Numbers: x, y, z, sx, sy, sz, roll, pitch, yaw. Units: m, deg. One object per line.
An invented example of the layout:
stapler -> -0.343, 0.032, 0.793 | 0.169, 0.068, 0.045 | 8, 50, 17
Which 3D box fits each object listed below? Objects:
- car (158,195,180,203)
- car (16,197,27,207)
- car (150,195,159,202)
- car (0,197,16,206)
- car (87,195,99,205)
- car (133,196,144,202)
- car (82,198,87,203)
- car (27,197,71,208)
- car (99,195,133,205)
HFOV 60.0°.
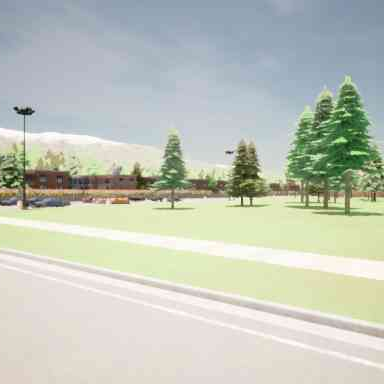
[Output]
car -> -4.304, 1.481, 69.859 | 1.812, 1.442, 4.674 | 0, 0, 35
car -> -22.906, 1.478, 49.513 | 1.882, 1.535, 5.008 | 0, 0, 35
car -> -7.043, 1.438, 72.050 | 1.837, 1.490, 4.892 | 0, 0, 35
car -> -28.311, 1.547, 53.992 | 2.033, 1.411, 5.357 | 0, 0, 35
car -> -15.784, 1.353, 59.678 | 2.097, 1.767, 4.553 | 0, 0, 35
car -> -13.062, 1.571, 75.657 | 1.895, 1.301, 4.718 | 0, 0, 35
car -> -19.654, 1.351, 66.226 | 2.097, 1.767, 4.553 | 0, 0, 35
car -> -20.031, 1.547, 47.519 | 2.033, 1.411, 5.357 | 0, 0, 35
car -> -13.066, 1.354, 57.470 | 2.097, 1.767, 4.553 | 0, 0, 35
